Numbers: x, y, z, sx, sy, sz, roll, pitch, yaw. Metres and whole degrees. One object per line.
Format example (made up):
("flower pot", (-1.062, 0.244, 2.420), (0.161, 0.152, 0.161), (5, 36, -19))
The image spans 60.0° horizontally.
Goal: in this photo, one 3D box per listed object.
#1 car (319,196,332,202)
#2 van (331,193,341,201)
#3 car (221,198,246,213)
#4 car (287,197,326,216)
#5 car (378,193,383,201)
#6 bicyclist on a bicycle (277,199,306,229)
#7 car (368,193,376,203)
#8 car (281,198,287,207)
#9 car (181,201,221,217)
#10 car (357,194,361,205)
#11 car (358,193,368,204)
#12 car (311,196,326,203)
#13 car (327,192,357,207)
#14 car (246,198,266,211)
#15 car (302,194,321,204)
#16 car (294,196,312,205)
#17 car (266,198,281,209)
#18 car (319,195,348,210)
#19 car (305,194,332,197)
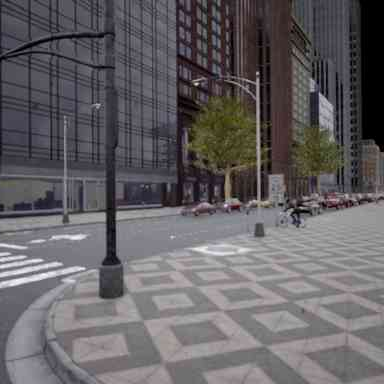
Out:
("car", (29.446, 1.490, 73.384), (1.802, 1.307, 4.206), (-1, 0, 35))
("van", (35.841, 1.250, 82.676), (1.690, 1.788, 3.998), (-1, 0, 35))
("car", (3.858, 1.426, 36.226), (1.967, 1.590, 4.097), (-1, 0, 35))
("car", (10.878, 1.456, 31.387), (1.947, 1.339, 4.313), (-1, 0, 35))
("car", (42.857, 1.394, 77.829), (1.802, 1.307, 4.206), (-1, 0, 35))
("bicyclist on a bicycle", (5.443, 1.198, 18.274), (1.656, 1.620, 0.582), (-1, 0, 35))
("car", (33.262, 1.134, 63.898), (2.192, 1.841, 5.009), (-1, 0, 35))
("car", (13.454, 1.517, 50.161), (1.947, 1.339, 4.313), (-1, 0, 35))
("car", (0.661, 1.584, 31.581), (1.802, 1.307, 4.206), (-1, 0, 35))
("car", (23.669, 1.411, 49.964), (1.947, 1.339, 4.313), (-1, 0, 35))
("car", (26.865, 1.151, 54.609), (2.192, 1.841, 5.009), (-1, 0, 35))
("car", (26.249, 1.481, 68.740), (1.947, 1.339, 4.313), (-1, 0, 35))
("car", (20.470, 1.169, 45.322), (2.192, 1.841, 5.009), (-1, 0, 35))
("car", (7.058, 1.555, 40.871), (1.802, 1.307, 4.206), (-1, 0, 35))
("car", (23.048, 1.239, 64.096), (2.192, 1.841, 5.009), (-1, 0, 35))
("car", (19.851, 1.477, 59.450), (1.887, 1.381, 4.507), (-1, 0, 35))
("car", (10.159, 1.487, 45.375), (1.752, 1.417, 4.829), (-1, 0, 35))
("car", (17.273, 1.409, 40.676), (1.887, 1.381, 4.507), (-1, 0, 35))
("car", (16.704, 1.380, 44.383), (2.128, 1.511, 4.902), (-1, 0, 35))
